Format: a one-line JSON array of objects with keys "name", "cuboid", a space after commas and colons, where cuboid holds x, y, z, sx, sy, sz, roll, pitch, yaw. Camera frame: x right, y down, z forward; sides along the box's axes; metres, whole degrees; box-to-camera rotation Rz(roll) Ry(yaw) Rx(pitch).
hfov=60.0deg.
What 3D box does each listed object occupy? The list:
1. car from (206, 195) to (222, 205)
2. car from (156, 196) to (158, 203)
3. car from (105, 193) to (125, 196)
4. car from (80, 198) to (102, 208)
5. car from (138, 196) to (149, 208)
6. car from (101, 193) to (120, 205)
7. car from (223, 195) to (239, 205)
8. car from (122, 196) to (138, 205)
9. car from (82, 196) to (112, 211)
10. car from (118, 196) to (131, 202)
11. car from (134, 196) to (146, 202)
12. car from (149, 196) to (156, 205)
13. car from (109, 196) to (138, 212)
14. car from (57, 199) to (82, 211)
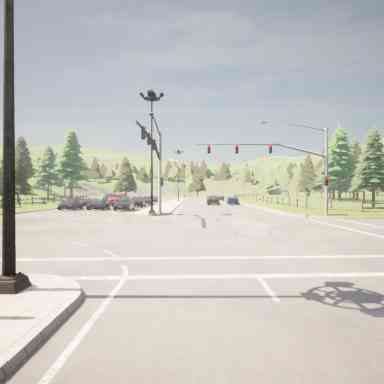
[{"name": "car", "cuboid": [3.660, 1.352, 59.048, 2.097, 1.767, 4.553, 0, 0, 0]}, {"name": "car", "cuboid": [-7.926, 1.538, 69.396, 2.033, 1.411, 5.357, 0, 0, 0]}, {"name": "car", "cuboid": [-11.524, 1.222, 51.149, 2.150, 2.045, 5.566, 0, 0, 0]}, {"name": "car", "cuboid": [-15.029, 1.564, 49.915, 1.994, 1.385, 4.181, 0, 0, 1]}, {"name": "car", "cuboid": [-8.033, 1.477, 49.540, 1.882, 1.535, 5.008, 0, 0, 0]}, {"name": "car", "cuboid": [-14.990, 1.221, 61.719, 2.150, 2.045, 5.566, 0, 0, 1]}, {"name": "car", "cuboid": [7.159, 1.477, 59.469, 1.882, 1.535, 5.008, 0, 0, 0]}, {"name": "car", "cuboid": [-11.492, 1.492, 61.960, 2.128, 1.511, 4.902, 0, 0, 1]}, {"name": "car", "cuboid": [-11.534, 1.564, 40.946, 1.994, 1.385, 4.181, 0, 0, 1]}, {"name": "car", "cuboid": [-14.890, 1.574, 73.683, 1.895, 1.301, 4.718, 0, 0, 0]}, {"name": "car", "cuboid": [-11.392, 1.595, 73.673, 1.895, 1.301, 4.718, 0, 0, 0]}, {"name": "car", "cuboid": [-8.006, 1.504, 58.793, 1.837, 1.490, 4.892, 0, 0, 0]}, {"name": "car", "cuboid": [-8.046, 1.506, 39.531, 1.837, 1.490, 4.892, 0, 0, 0]}, {"name": "car", "cuboid": [-15.036, 1.564, 41.113, 1.994, 1.385, 4.181, 0, 0, 0]}]
